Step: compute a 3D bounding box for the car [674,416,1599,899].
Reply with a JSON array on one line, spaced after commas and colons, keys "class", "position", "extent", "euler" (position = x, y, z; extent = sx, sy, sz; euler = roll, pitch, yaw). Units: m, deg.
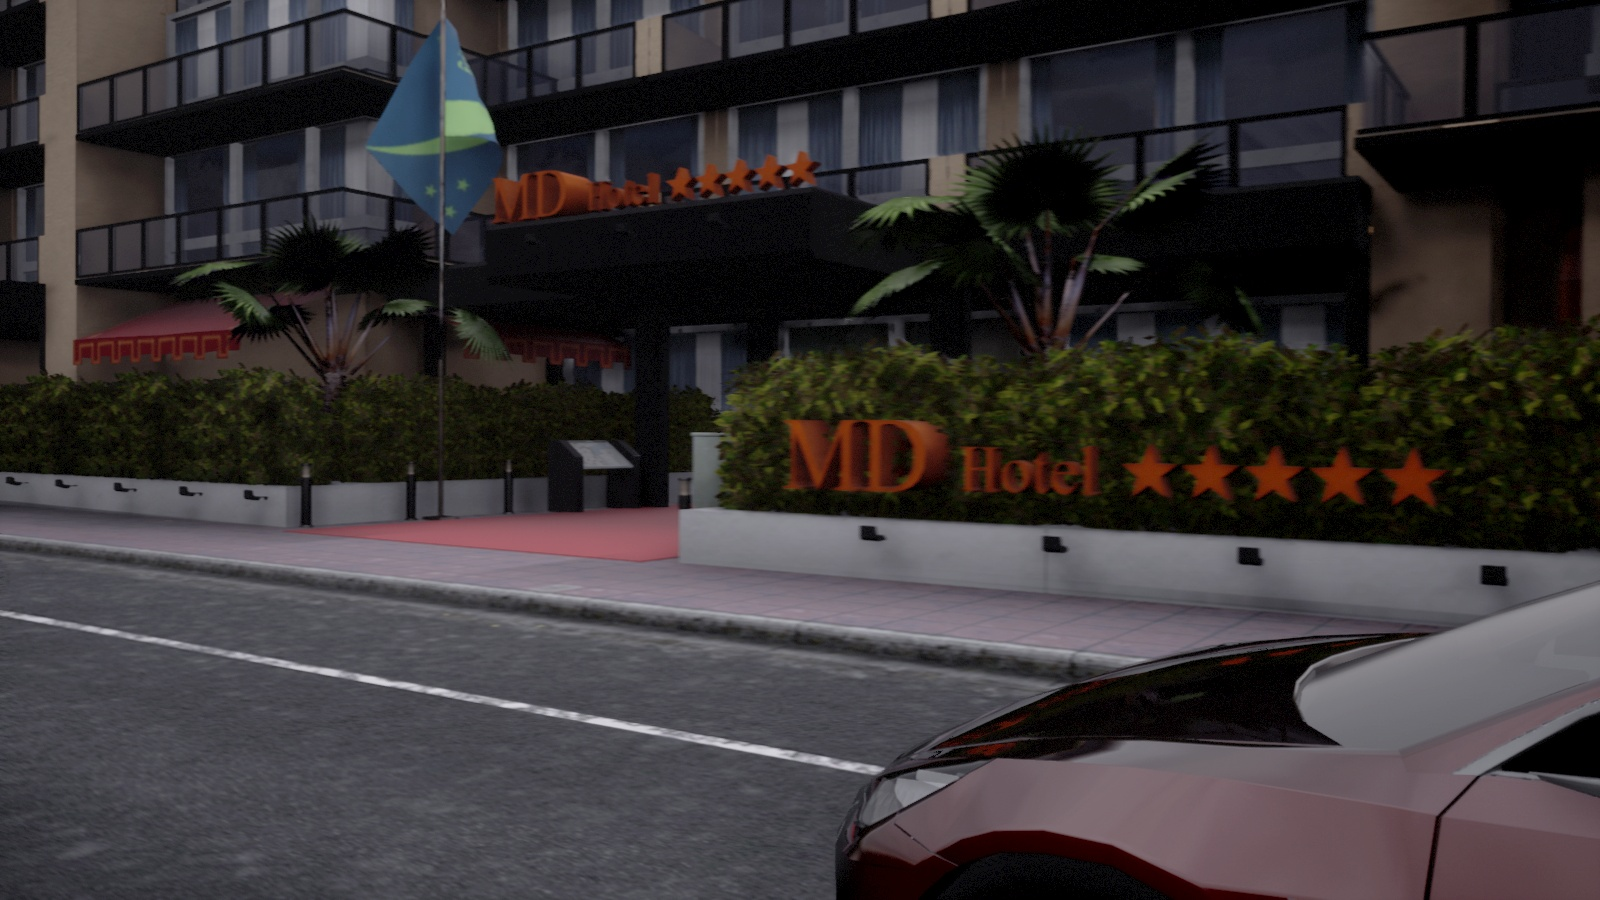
[{"class": "car", "position": [2.353, 0.682, 2.060], "extent": [4.792, 1.488, 2.163], "euler": [0, 1, 34]}]
